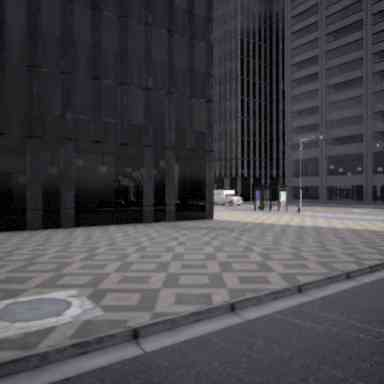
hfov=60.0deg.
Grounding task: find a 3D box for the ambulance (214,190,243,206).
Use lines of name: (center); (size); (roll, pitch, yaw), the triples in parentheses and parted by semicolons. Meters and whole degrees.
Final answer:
ambulance: (5.204, 0.938, 52.414); (2.351, 2.431, 6.366); (0, 0, -35)
